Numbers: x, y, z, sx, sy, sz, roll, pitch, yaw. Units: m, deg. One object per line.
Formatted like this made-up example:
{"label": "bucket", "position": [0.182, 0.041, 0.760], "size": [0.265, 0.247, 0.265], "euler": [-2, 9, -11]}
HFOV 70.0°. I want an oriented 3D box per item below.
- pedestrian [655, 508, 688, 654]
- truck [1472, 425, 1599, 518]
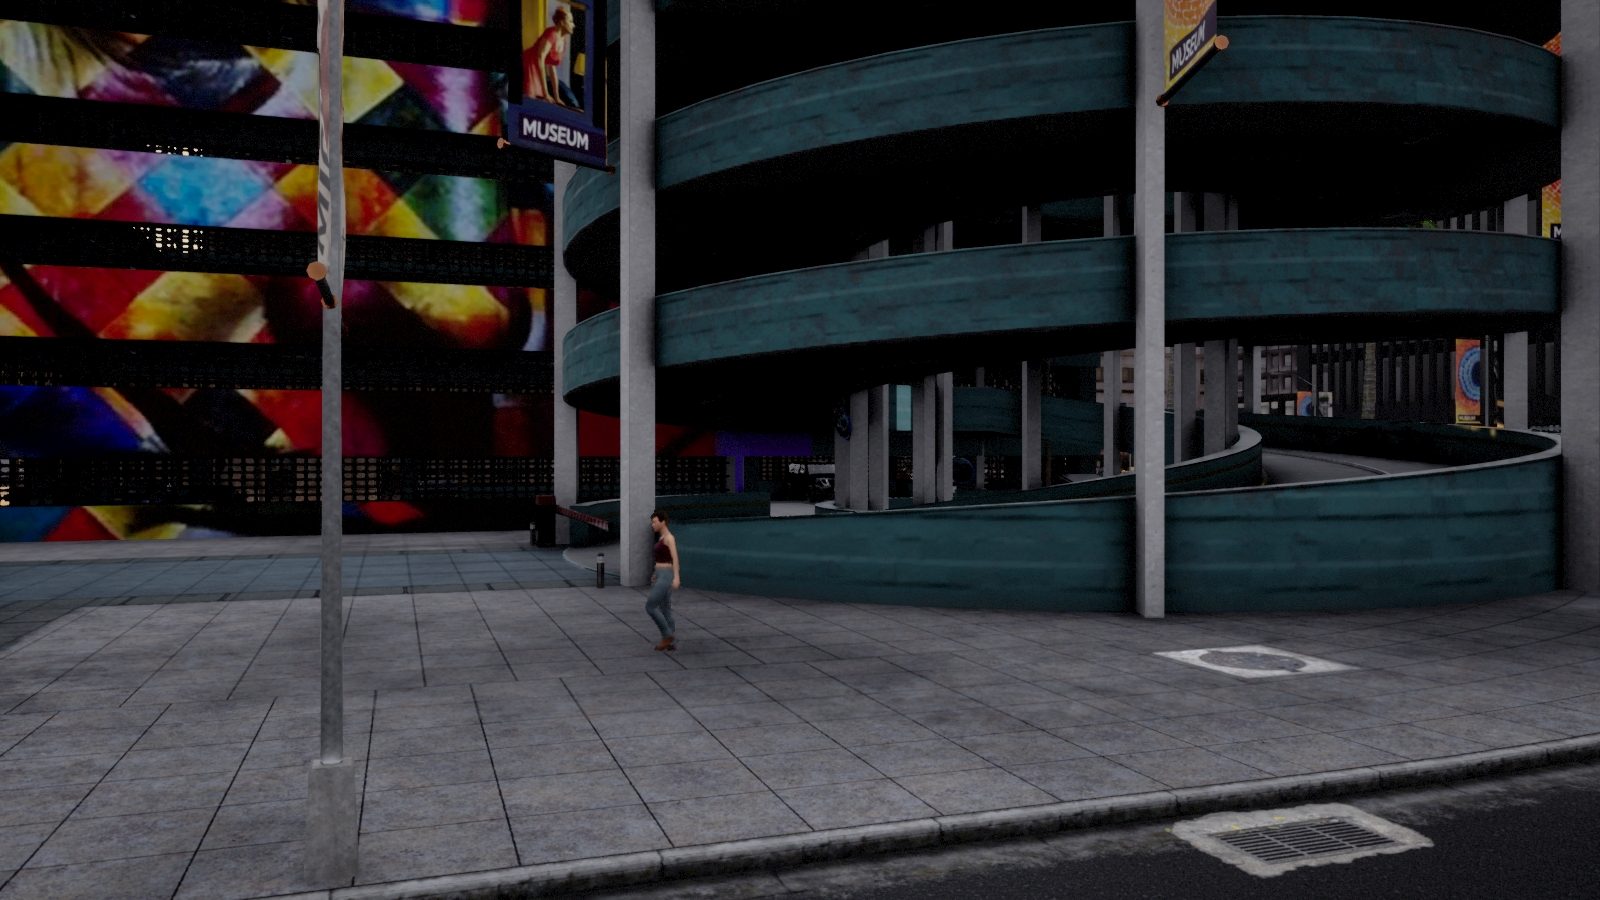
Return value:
{"label": "pedestrian", "position": [-1.688, 1.696, 14.972], "size": [0.375, 1.860, 0.375], "euler": [0, 0, -16]}
{"label": "truck", "position": [33.681, 0.890, 49.498], "size": [2.891, 3.827, 8.468], "euler": [0, 0, -13]}
